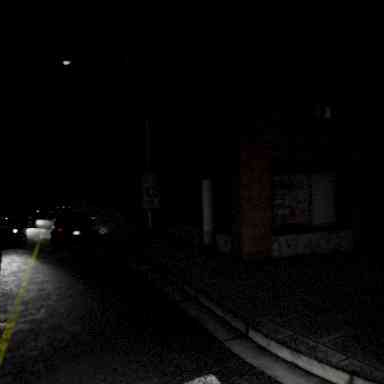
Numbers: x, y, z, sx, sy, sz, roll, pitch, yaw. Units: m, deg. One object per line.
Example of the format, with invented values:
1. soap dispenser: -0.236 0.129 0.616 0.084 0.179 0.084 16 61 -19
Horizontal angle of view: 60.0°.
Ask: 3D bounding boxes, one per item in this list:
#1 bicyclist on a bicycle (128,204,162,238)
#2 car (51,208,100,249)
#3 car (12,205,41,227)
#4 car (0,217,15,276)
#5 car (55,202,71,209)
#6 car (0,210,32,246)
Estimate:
1. bicyclist on a bicycle: -2.240 1.355 15.757 1.656 1.620 0.582 -2 0 -22
2. car: -5.542 1.692 15.685 1.994 1.385 4.181 -1 0 -22
3. car: -12.570 1.849 24.578 1.994 1.385 4.181 -1 0 -22
4. car: -5.637 1.619 7.595 2.128 1.511 4.902 -1 0 -22
5. car: -16.309 1.917 42.134 2.033 1.411 5.357 -1 0 -22
6. car: -9.141 1.808 16.173 1.895 1.301 4.718 -1 0 -22
